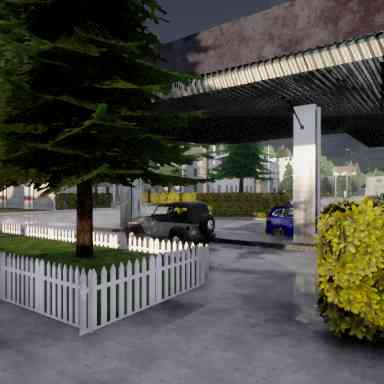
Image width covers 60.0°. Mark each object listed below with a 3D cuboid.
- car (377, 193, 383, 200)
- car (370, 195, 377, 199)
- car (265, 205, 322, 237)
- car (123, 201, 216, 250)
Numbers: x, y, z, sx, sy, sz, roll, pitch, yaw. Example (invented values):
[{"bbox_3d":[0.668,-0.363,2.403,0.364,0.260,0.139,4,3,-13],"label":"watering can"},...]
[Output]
[{"bbox_3d":[25.852,1.077,43.466,1.905,1.878,3.866,0,0,35],"label":"car"},{"bbox_3d":[33.116,1.298,60.206,2.007,1.523,4.514,0,0,35],"label":"car"},{"bbox_3d":[5.896,1.480,15.932,4.611,1.667,2.242,0,0,35],"label":"car"},{"bbox_3d":[-0.905,1.313,13.783,3.866,1.878,1.905,0,0,35],"label":"car"}]
